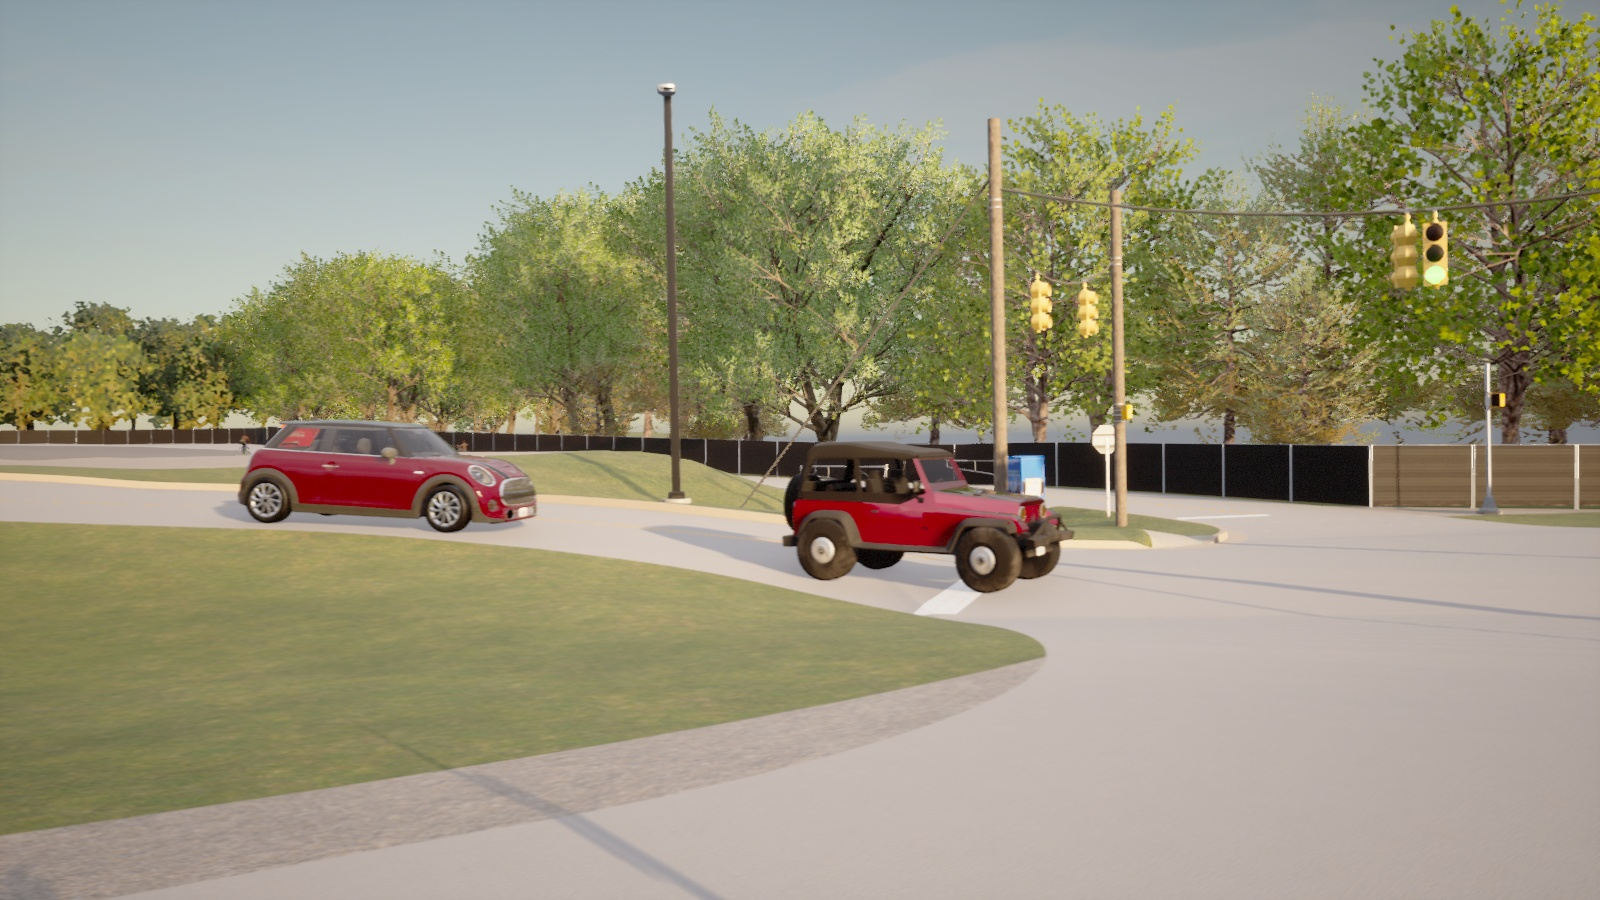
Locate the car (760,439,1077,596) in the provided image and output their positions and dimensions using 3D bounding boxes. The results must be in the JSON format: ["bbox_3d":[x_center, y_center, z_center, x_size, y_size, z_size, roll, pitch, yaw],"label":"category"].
[{"bbox_3d":[1.600,0.818,17.184,3.866,1.878,1.905,1,1,30],"label":"car"}]

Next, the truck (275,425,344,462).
[{"bbox_3d":[-34.886,-0.432,89.510,2.627,2.467,5.204,3,-1,1],"label":"truck"}]

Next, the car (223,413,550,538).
[{"bbox_3d":[-6.635,0.356,20.392,4.553,1.767,2.097,2,1,10],"label":"car"}]
